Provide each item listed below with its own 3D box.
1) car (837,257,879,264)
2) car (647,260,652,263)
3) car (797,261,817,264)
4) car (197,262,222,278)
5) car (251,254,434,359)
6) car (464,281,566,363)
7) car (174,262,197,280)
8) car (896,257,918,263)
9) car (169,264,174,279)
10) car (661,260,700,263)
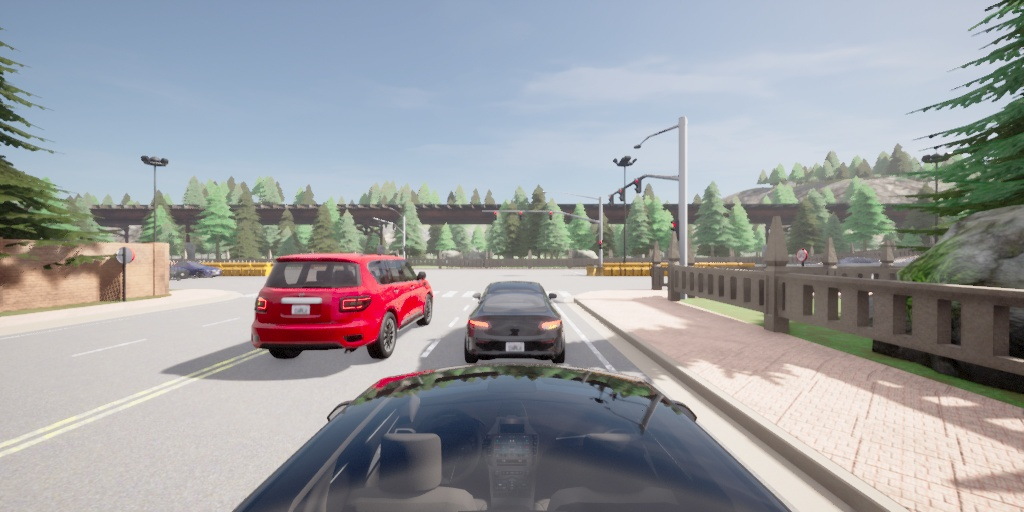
[{"bbox_3d":[44.292,0.845,46.531,5.357,1.411,2.033,-3,0,0],"label":"car"},{"bbox_3d":[17.286,1.233,43.111,4.902,1.511,2.128,0,0,0],"label":"car"},{"bbox_3d":[34.809,1.280,43.076,4.718,1.301,1.895,-1,0,0],"label":"car"},{"bbox_3d":[-29.128,1.269,32.615,4.674,1.442,1.812,0,0,0],"label":"car"},{"bbox_3d":[-3.441,0.970,8.531,2.150,2.045,5.566,0,0,0],"label":"car"},{"bbox_3d":[0.062,1.274,7.980,1.812,1.442,4.674,0,0,0],"label":"car"},{"bbox_3d":[-28.722,1.308,29.113,4.181,1.385,1.994,0,0,0],"label":"car"},{"bbox_3d":[44.958,0.807,39.538,5.357,1.411,2.033,-3,0,0],"label":"car"},{"bbox_3d":[-27.993,1.292,25.609,5.357,1.411,2.033,0,0,0],"label":"car"},{"bbox_3d":[19.367,1.289,39.603,5.357,1.411,2.033,0,0,0],"label":"car"}]
